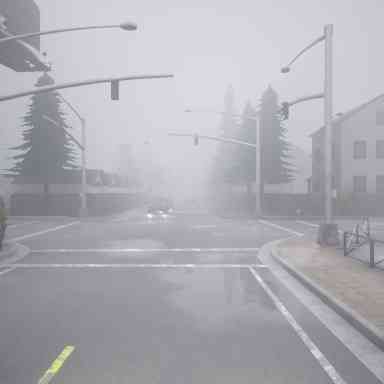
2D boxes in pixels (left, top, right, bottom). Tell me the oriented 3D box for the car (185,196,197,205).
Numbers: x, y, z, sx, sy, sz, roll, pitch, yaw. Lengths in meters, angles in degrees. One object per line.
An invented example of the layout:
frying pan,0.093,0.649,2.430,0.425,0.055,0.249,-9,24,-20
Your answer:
car,-0.108,1.491,59.238,2.128,1.511,4.902,0,0,0

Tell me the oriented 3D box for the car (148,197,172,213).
car,-3.666,1.352,37.036,2.097,1.767,4.553,0,0,0
